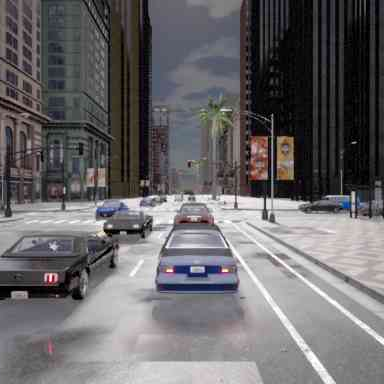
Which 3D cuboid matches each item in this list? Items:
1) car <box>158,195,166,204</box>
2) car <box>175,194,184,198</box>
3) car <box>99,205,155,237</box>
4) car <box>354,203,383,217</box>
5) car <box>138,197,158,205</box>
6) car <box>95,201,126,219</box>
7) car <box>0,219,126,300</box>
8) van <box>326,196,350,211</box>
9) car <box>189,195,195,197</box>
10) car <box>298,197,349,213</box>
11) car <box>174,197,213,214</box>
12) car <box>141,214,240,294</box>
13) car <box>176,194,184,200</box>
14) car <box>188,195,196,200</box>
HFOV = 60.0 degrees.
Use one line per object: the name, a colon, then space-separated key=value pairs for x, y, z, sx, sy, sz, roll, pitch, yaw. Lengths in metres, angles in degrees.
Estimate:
car: x=-6.584 y=1.567 z=62.003 sx=1.994 sy=1.385 sz=4.181 roll=0 pitch=0 yaw=0
car: x=-3.278 y=1.522 z=80.384 sx=1.812 sy=1.442 sz=4.674 roll=0 pitch=0 yaw=0
car: x=-3.160 y=1.601 z=17.484 sx=1.895 sy=1.301 sz=4.718 roll=0 pitch=0 yaw=0
car: x=17.061 y=1.549 z=29.596 sx=4.403 sy=1.369 sz=2.008 roll=0 pitch=0 yaw=0
car: x=-6.613 y=1.528 z=49.118 sx=1.812 sy=1.442 sz=4.674 roll=0 pitch=0 yaw=0
car: x=-6.608 y=1.478 z=27.785 sx=1.882 sy=1.535 sz=5.008 roll=0 pitch=0 yaw=0
car: x=-3.152 y=1.601 z=8.317 sx=1.895 sy=1.301 sz=4.718 roll=0 pitch=0 yaw=0
van: x=17.054 y=1.315 z=38.121 sx=3.998 sy=1.788 sz=1.690 roll=0 pitch=0 yaw=0
car: x=-0.028 y=1.530 z=81.237 sx=1.812 sy=1.442 sz=4.674 roll=0 pitch=0 yaw=0
car: x=13.726 y=1.510 z=35.454 sx=4.674 sy=1.442 sz=1.812 roll=0 pitch=0 yaw=2
car: x=0.114 y=1.352 z=18.388 sx=2.097 sy=1.767 sz=4.553 roll=0 pitch=0 yaw=0
car: x=0.099 y=1.547 z=8.945 sx=2.033 sy=1.411 sz=5.357 roll=0 pitch=0 yaw=0
car: x=-3.281 y=1.316 z=90.387 sx=1.882 sy=1.535 sz=5.008 roll=0 pitch=0 yaw=0
car: x=-0.031 y=1.546 z=91.458 sx=2.033 sy=1.411 sz=5.357 roll=0 pitch=0 yaw=0
